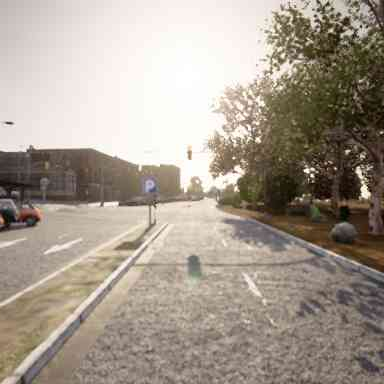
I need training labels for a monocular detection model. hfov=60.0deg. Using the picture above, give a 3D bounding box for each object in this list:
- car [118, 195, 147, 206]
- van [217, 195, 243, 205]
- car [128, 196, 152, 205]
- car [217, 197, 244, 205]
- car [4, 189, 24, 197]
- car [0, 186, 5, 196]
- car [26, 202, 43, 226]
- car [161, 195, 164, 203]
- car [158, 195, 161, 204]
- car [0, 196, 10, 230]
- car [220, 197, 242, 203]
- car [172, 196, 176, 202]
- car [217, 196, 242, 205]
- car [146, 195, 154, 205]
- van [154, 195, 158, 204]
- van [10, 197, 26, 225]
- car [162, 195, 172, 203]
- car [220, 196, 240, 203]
[{"bbox_3d":[-11.430,1.920,62.487,4.792,1.488,2.163,-1,0,-15],"label":"car"},{"bbox_3d":[7.298,1.628,65.080,4.442,1.987,1.878,1,0,-14],"label":"van"},{"bbox_3d":[-10.690,1.811,68.432,4.553,1.767,2.185,-1,-1,-14],"label":"car"},{"bbox_3d":[8.219,1.903,71.041,5.366,1.575,1.946,1,-1,-13],"label":"car"},{"bbox_3d":[-28.153,0.617,53.371,2.002,1.452,4.674,6,-3,-19],"label":"car"},{"bbox_3d":[-31.147,0.055,53.437,2.435,2.045,5.566,6,-3,-19],"label":"car"},{"bbox_3d":[-13.622,1.626,24.683,4.553,1.767,2.185,-1,0,-19],"label":"car"},{"bbox_3d":[-9.622,2.056,77.437,4.674,1.452,2.002,-1,0,-13],"label":"car"},{"bbox_3d":[-9.996,1.991,74.442,4.892,1.521,2.231,-1,-1,-14],"label":"car"},{"bbox_3d":[-13.714,1.436,18.670,5.566,2.045,2.435,-1,-1,-20],"label":"car"},{"bbox_3d":[10.099,2.022,85.724,5.366,1.575,1.946,1,-1,-12],"label":"car"},{"bbox_3d":[-7.982,1.869,89.428,5.566,2.045,2.435,-1,-1,-12],"label":"car"},{"bbox_3d":[7.682,1.754,68.049,4.553,1.767,2.185,1,-1,-14],"label":"car"},{"bbox_3d":[-10.785,1.904,65.480,5.366,1.575,1.946,-1,-1,-15],"label":"car"},{"bbox_3d":[-10.224,1.736,71.473,4.442,1.987,1.878,-1,-1,-14],"label":"van"},{"bbox_3d":[-13.597,1.493,21.706,4.442,1.987,1.878,-1,-1,-19],"label":"van"},{"bbox_3d":[-8.433,2.134,86.420,4.674,1.452,2.002,-1,0,-12],"label":"car"},{"bbox_3d":[9.477,1.873,82.748,4.553,1.767,2.185,1,-1,-12],"label":"car"}]
